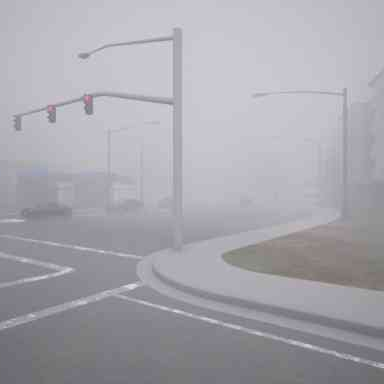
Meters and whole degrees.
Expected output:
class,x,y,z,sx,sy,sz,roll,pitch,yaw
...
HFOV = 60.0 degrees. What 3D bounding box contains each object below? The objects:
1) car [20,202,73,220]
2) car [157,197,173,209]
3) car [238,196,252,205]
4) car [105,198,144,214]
class,x,y,z,sx,sy,sz,roll,pitch,yaw
car,-12.428,1.564,28.604,1.994,1.385,4.181,0,0,36
car,-3.205,1.505,45.341,1.837,1.490,4.892,0,0,15
car,9.018,1.492,56.698,2.128,1.511,4.902,0,0,0
car,-7.251,1.478,36.087,1.882,1.535,5.008,0,0,30
